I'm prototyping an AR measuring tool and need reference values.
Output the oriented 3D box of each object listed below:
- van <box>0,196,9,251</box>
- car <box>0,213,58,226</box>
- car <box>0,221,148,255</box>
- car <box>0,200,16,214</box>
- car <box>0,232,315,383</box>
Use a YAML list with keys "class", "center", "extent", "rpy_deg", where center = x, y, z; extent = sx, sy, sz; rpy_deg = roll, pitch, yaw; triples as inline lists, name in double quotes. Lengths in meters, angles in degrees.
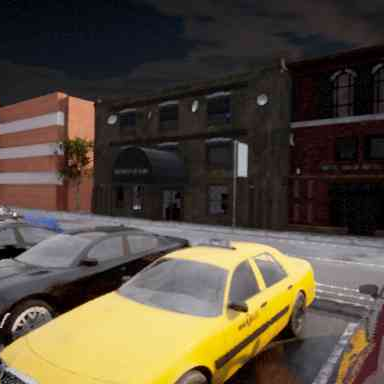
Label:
- class: "van"
  center: [-8.956, 1.162, 11.279]
  extent: [1.878, 1.987, 4.442]
  rpy_deg: [0, 0, 36]
- class: "car"
  center: [-4.301, 1.427, 8.076]
  extent: [2.097, 1.535, 5.008]
  rpy_deg: [0, 0, 36]
- class: "car"
  center: [-1.999, 1.446, 6.437]
  extent: [2.097, 1.535, 5.008]
  rpy_deg: [0, 0, 36]
- class: "car"
  center: [-6.576, 1.156, 9.749]
  extent: [2.435, 2.045, 5.566]
  rpy_deg: [1, 0, 36]
- class: "car"
  center: [0.186, 1.463, 4.635]
  extent: [1.946, 1.575, 5.366]
  rpy_deg: [0, 0, 36]
